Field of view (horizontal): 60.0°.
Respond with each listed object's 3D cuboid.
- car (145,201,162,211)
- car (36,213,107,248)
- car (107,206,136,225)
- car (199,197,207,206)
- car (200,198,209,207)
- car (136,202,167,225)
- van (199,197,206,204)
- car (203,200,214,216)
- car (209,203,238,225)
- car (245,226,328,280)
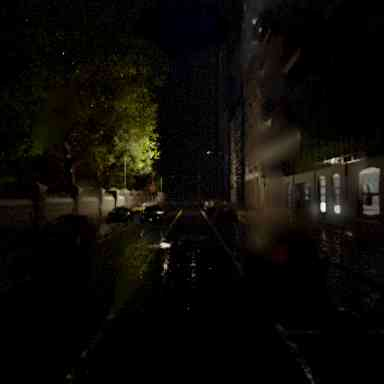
[{"bbox_3d":[-5.773,2.085,49.872,2.008,1.369,4.403,0,-1,0],"label":"car"},{"bbox_3d":[-5.712,1.728,15.776,1.887,1.381,4.507,0,-1,0],"label":"car"},{"bbox_3d":[-5.733,1.856,27.142,2.008,1.369,4.403,0,-1,0],"label":"car"},{"bbox_3d":[2.577,2.271,66.901,1.802,1.307,4.206,0,-1,0],"label":"car"},{"bbox_3d":[2.607,2.078,49.861,2.008,1.369,4.403,0,-1,0],"label":"car"},{"bbox_3d":[-3.047,1.805,26.884,1.837,1.490,4.892,0,-1,0],"label":"car"},{"bbox_3d":[2.548,2.180,83.947,1.690,1.788,3.998,0,0,0],"label":"van"},{"bbox_3d":[2.628,1.980,38.497,1.947,1.339,4.313,0,-1,0],"label":"car"},{"bbox_3d":[2.648,1.843,27.136,1.887,1.381,4.507,0,-1,0],"label":"car"},{"bbox_3d":[2.679,1.696,10.093,1.802,1.307,4.206,0,-1,0],"label":"car"}]
